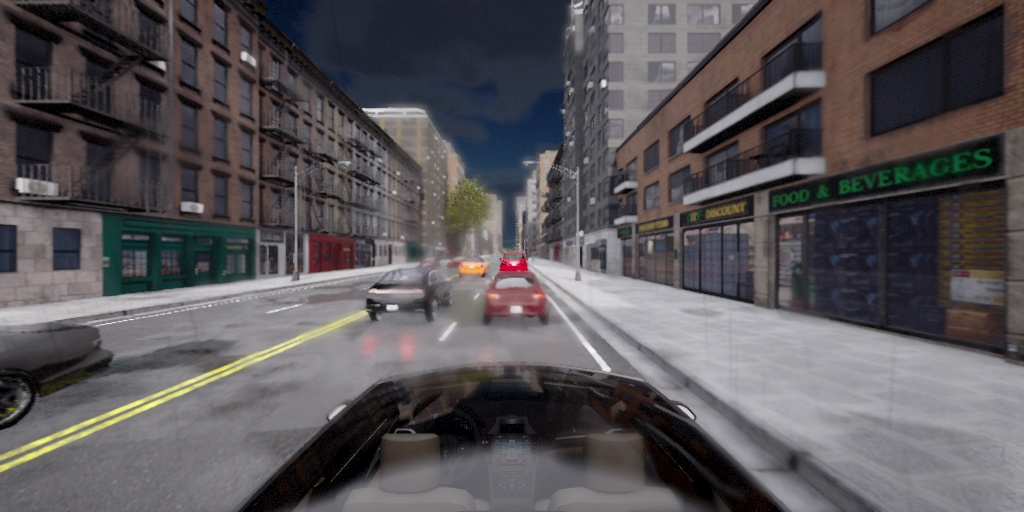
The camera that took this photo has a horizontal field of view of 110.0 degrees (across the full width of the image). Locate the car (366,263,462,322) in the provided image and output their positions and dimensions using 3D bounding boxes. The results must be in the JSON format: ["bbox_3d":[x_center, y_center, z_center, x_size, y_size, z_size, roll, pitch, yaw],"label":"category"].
[{"bbox_3d":[-3.131,1.128,11.791,2.128,1.511,4.902,0,0,0],"label":"car"}]

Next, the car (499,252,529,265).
[{"bbox_3d":[0.140,0.682,28.393,2.150,2.045,5.566,0,0,0],"label":"car"}]

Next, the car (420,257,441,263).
[{"bbox_3d":[-9.786,0.841,43.119,1.812,1.442,4.674,0,1,0],"label":"car"}]

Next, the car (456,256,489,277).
[{"bbox_3d":[-3.112,0.801,30.073,2.097,1.767,4.553,0,1,0],"label":"car"}]

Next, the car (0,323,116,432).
[{"bbox_3d":[-6.600,1.287,2.657,2.033,1.411,5.357,0,1,0],"label":"car"}]

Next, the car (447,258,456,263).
[{"bbox_3d":[-6.538,0.920,42.703,1.895,1.301,4.718,0,1,0],"label":"car"}]

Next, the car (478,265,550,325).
[{"bbox_3d":[0.112,1.171,11.298,1.812,1.442,4.674,0,0,0],"label":"car"}]
